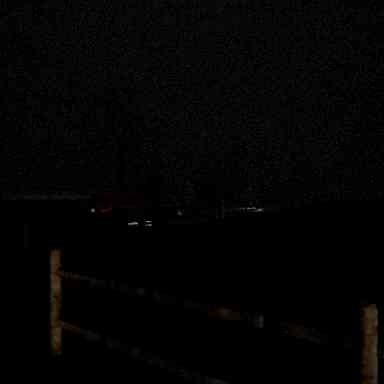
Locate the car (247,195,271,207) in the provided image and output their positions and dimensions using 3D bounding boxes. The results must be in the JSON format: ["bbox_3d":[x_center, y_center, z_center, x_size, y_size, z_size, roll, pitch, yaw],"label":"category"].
[{"bbox_3d":[8.382,1.127,41.876,1.837,1.490,4.892,-2,-1,35],"label":"car"}]

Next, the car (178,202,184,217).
[{"bbox_3d":[-2.537,1.315,26.172,1.837,1.490,4.892,-1,0,35],"label":"car"}]

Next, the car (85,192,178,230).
[{"bbox_3d":[-3.626,1.031,19.768,2.150,2.045,5.566,-2,0,37],"label":"car"}]
